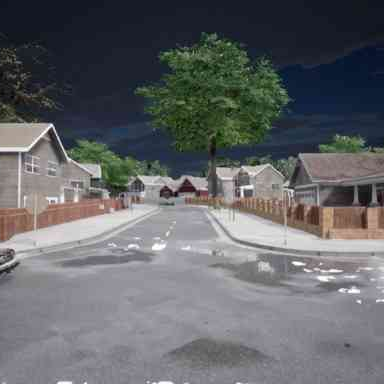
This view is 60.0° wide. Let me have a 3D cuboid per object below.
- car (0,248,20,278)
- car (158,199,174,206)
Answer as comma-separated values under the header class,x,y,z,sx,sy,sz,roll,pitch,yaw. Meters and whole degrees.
class,x,y,z,sx,sy,sz,roll,pitch,yaw
car,-6.616,1.650,7.499,4.718,1.301,1.895,0,-1,-8
car,-5.028,2.026,64.896,1.994,1.385,4.181,1,-1,-27
